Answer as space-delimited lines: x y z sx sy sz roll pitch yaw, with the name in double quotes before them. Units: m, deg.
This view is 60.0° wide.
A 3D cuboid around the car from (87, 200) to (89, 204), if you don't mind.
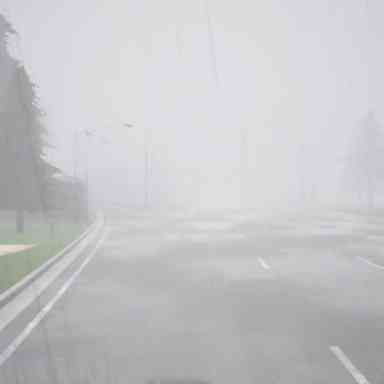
"car" -28.026 2.357 85.586 1.882 1.535 5.008 0 -1 -31
